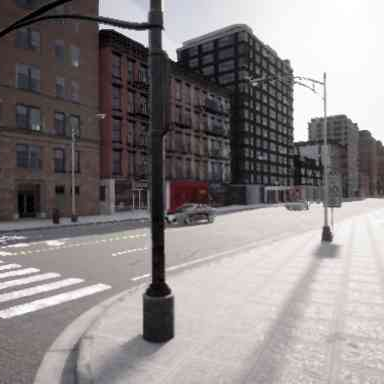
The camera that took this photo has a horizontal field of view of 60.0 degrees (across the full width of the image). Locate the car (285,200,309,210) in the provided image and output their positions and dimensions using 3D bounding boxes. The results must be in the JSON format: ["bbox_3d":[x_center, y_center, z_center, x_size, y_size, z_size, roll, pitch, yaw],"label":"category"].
[{"bbox_3d":[13.981,1.695,44.201,1.895,1.301,4.718,-1,0,36],"label":"car"}]

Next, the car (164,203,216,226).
[{"bbox_3d":[-0.044,1.616,24.925,2.128,1.511,4.902,-1,0,36],"label":"car"}]
